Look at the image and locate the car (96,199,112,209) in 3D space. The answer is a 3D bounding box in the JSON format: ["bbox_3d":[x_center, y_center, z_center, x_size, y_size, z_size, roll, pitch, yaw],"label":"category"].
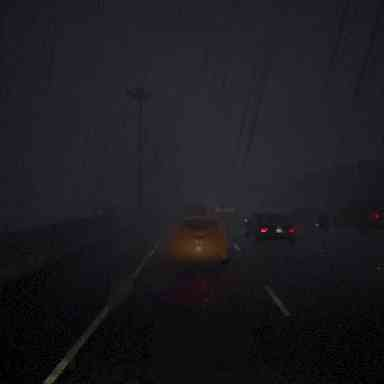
[{"bbox_3d":[-14.926,2.015,56.673,1.882,1.535,5.008,1,0,-5],"label":"car"}]

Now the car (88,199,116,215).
[{"bbox_3d":[-10.490,1.927,40.066,2.033,1.411,5.357,0,-1,-1],"label":"car"}]

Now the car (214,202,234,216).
[{"bbox_3d":[3.735,1.940,39.113,1.882,1.535,5.008,0,-1,-1],"label":"car"}]

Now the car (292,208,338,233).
[{"bbox_3d":[7.379,1.787,21.968,2.128,1.511,4.902,0,-1,0],"label":"car"}]

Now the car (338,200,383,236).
[{"bbox_3d":[10.877,1.527,20.849,2.150,2.045,5.566,0,-1,0],"label":"car"}]

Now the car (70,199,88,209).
[{"bbox_3d":[-18.366,2.002,55.731,1.837,1.490,4.892,1,0,-5],"label":"car"}]

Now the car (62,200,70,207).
[{"bbox_3d":[-22.672,2.101,61.709,1.994,1.385,4.181,1,-1,-8],"label":"car"}]

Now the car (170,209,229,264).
[{"bbox_3d":[0.278,1.620,12.493,1.882,1.535,5.008,0,-1,1],"label":"car"}]

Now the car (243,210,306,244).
[{"bbox_3d":[3.841,1.765,17.068,2.033,1.411,5.357,0,-1,1],"label":"car"}]

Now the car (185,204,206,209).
[{"bbox_3d":[0.338,1.835,31.710,1.882,1.535,5.008,0,-1,-1],"label":"car"}]
